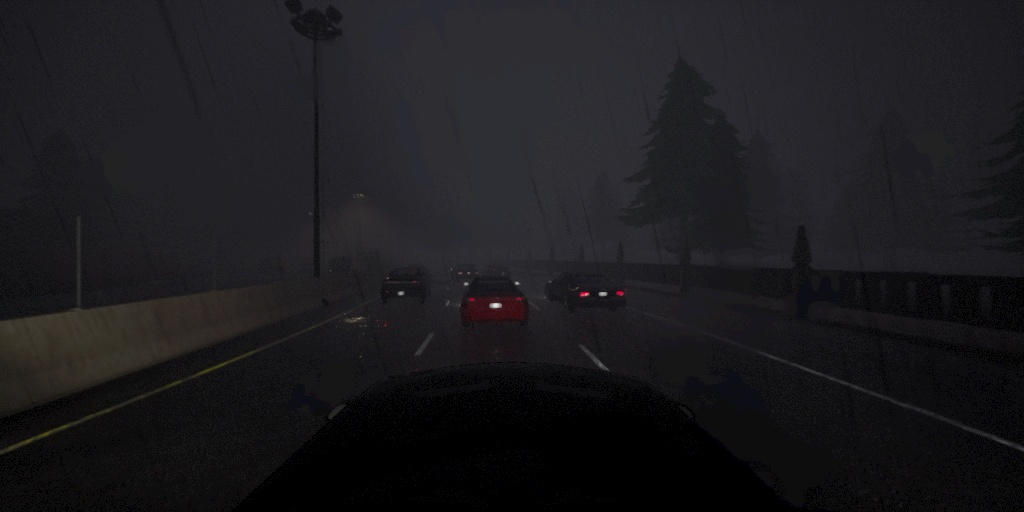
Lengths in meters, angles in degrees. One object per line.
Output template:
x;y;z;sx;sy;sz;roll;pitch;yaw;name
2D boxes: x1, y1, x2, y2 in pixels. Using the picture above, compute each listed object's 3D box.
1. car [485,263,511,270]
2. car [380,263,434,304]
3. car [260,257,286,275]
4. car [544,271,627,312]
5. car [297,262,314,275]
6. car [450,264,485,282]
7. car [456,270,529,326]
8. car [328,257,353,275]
-1.404;1.321;33.044;1.812;1.442;4.674;0;0;-17;car
-4.790;1.280;16.689;2.128;1.511;4.902;0;0;-9;car
-27.724;1.137;41.763;2.150;2.045;5.566;0;-1;-28;car
2.683;1.302;14.267;2.033;1.411;5.357;0;0;-7;car
-23.907;1.423;41.934;1.812;1.442;4.674;0;0;-27;car
-3.934;1.348;29.491;2.033;1.411;5.357;0;0;-16;car
-0.645;1.329;11.803;1.994;1.385;4.181;0;0;-6;car
-19.187;1.099;40.205;2.150;2.045;5.566;0;0;-24;car
